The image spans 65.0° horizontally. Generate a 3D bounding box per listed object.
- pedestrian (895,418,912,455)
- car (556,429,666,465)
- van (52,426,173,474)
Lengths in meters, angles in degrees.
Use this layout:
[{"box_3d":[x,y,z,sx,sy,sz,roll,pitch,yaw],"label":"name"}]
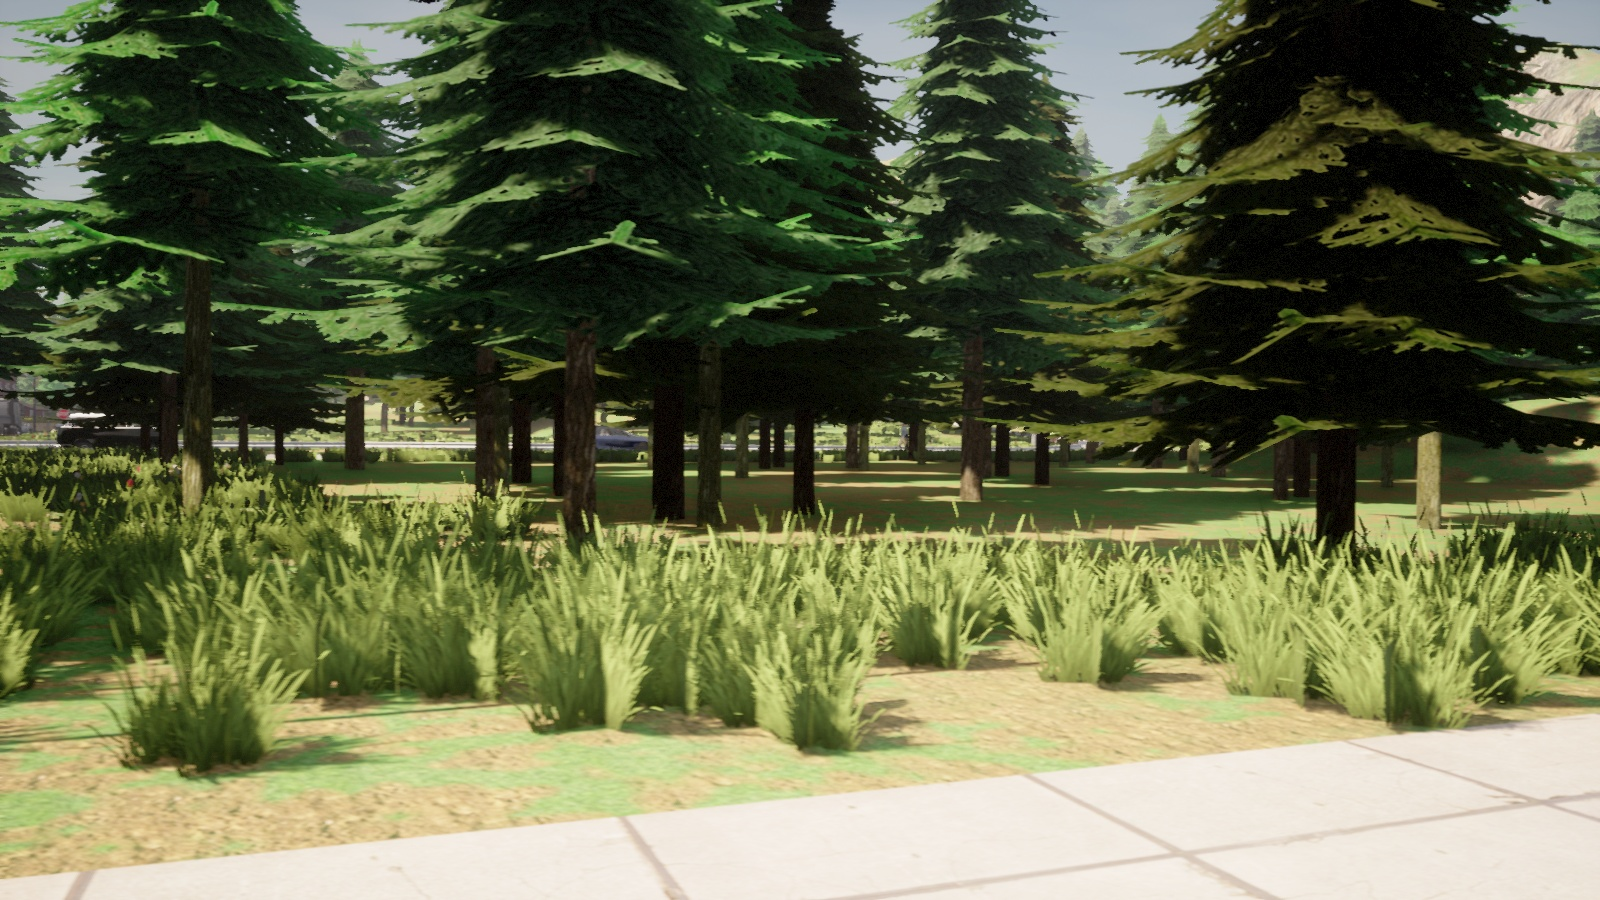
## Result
[{"box_3d":[5.144,-0.657,62.624,0.726,1.842,0.402,-1,1,-19],"label":"pedestrian"},{"box_3d":[-9.119,-0.177,60.665,4.856,1.649,2.033,-1,1,-23],"label":"car"},{"box_3d":[-30.125,-0.023,55.186,4.480,2.038,2.069,-1,1,-24],"label":"van"}]
